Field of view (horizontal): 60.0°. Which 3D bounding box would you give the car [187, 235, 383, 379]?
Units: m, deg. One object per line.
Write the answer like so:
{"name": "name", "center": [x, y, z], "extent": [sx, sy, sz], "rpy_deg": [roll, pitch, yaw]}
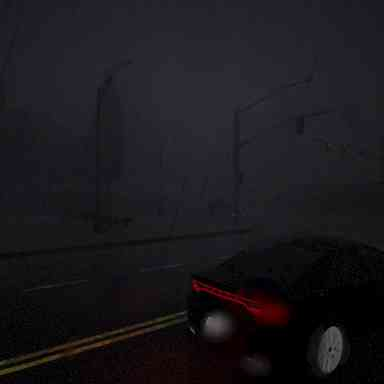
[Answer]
{"name": "car", "center": [2.241, 1.478, 5.607], "extent": [5.008, 1.535, 1.882], "rpy_deg": [0, 0, -37]}

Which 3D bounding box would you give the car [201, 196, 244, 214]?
{"name": "car", "center": [3.626, 1.491, 36.323], "extent": [2.128, 1.511, 4.902], "rpy_deg": [0, 0, -35]}

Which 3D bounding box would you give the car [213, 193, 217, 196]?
{"name": "car", "center": [6.022, 1.156, 71.086], "extent": [3.866, 1.878, 1.905], "rpy_deg": [0, 0, -37]}

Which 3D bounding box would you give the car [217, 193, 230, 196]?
{"name": "car", "center": [7.736, 1.395, 68.753], "extent": [3.806, 1.475, 1.970], "rpy_deg": [0, 0, -37]}

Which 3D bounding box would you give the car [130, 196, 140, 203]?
{"name": "car", "center": [-11.706, 1.540, 70.537], "extent": [2.033, 1.411, 5.357], "rpy_deg": [0, 0, -35]}

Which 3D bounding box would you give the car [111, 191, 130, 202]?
{"name": "car", "center": [-14.087, 0.879, 61.741], "extent": [2.150, 2.045, 5.566], "rpy_deg": [0, 0, -35]}

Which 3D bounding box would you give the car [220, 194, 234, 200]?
{"name": "car", "center": [9.960, 1.395, 95.055], "extent": [3.806, 1.475, 1.970], "rpy_deg": [0, 0, -37]}

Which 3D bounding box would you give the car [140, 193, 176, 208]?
{"name": "car", "center": [-5.092, 1.222, 48.759], "extent": [2.150, 2.045, 5.566], "rpy_deg": [0, 0, -35]}

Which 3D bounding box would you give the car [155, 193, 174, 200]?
{"name": "car", "center": [-7.366, 1.153, 89.192], "extent": [4.605, 1.855, 1.932], "rpy_deg": [0, 0, -37]}
